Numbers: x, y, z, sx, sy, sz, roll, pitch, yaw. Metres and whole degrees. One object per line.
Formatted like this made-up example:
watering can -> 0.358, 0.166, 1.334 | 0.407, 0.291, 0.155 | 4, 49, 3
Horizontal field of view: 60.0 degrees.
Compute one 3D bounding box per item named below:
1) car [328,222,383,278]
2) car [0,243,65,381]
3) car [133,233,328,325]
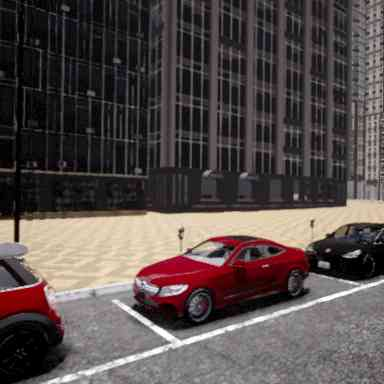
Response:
car -> 5.411, 1.649, 10.408 | 4.313, 1.339, 1.947 | 1, 0, -35
car -> -3.775, 1.432, 3.855 | 4.097, 1.590, 1.967 | 1, 0, -35
car -> 0.818, 1.619, 7.131 | 4.206, 1.307, 1.802 | 1, 0, -35
